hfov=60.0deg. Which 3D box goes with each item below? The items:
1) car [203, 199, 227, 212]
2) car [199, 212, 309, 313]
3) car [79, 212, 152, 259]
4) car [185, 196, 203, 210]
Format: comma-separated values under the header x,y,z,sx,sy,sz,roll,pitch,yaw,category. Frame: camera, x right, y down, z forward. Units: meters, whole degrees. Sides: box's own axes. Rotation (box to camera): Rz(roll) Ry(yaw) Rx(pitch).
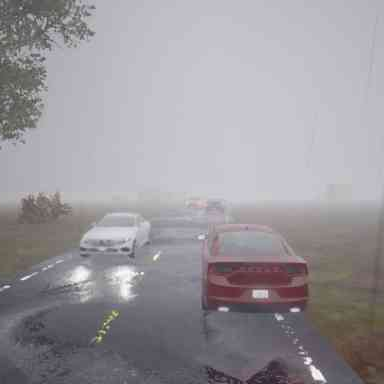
x,y,z,sx,sy,sz,roll,pitch,yaw,category
2.584,1.492,36.615,1.837,1.490,4.892,0,0,8,car
1.171,1.478,7.792,1.882,1.535,5.008,0,0,2,car
-2.724,1.525,12.824,1.812,1.442,4.674,0,0,3,car
0.429,1.334,42.917,2.097,1.767,4.553,0,0,9,car
